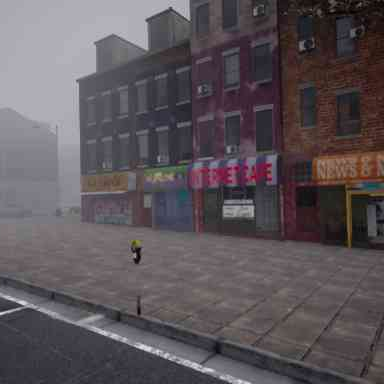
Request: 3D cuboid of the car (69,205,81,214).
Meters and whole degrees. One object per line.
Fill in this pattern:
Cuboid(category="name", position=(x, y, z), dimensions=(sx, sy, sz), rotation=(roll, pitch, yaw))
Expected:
Cuboid(category="car", position=(-10.756, 1.608, 36.514), dimensions=(2.033, 1.411, 5.357), rotation=(-2, -1, 35))

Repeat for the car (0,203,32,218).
Cuboid(category="car", position=(-16.208, 1.630, 28.922), dimensions=(1.994, 1.385, 4.181), rotation=(-2, -1, 36))
